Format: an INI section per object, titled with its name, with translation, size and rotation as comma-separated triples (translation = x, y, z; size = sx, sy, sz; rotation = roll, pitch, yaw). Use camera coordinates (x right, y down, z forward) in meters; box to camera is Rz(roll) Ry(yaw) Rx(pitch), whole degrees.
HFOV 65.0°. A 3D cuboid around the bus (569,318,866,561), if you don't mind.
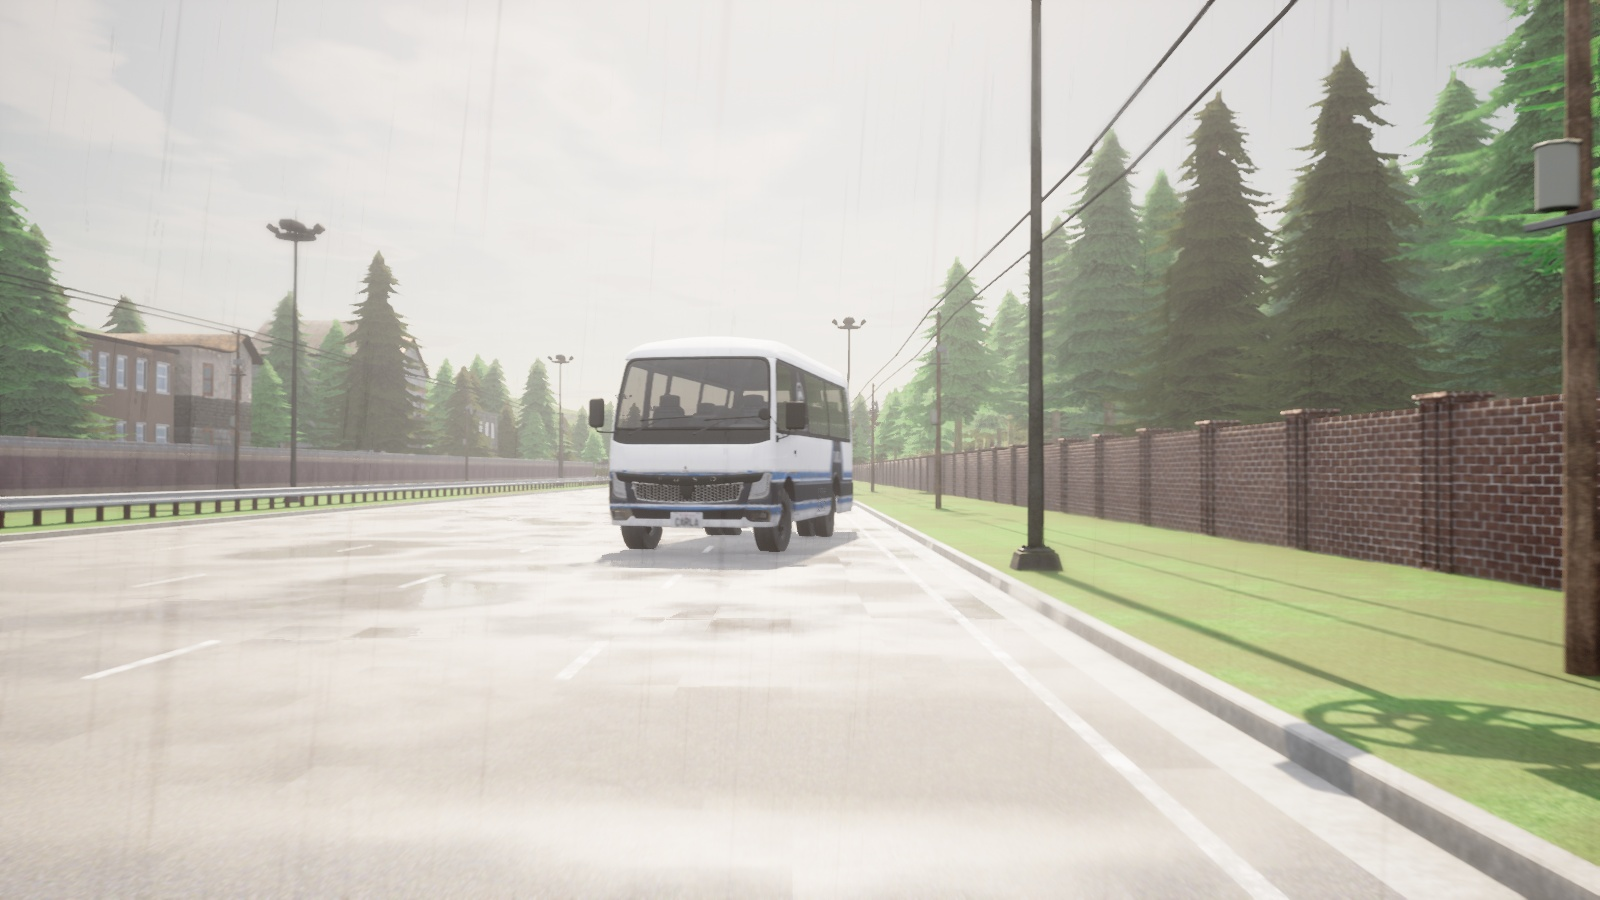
[bus]
translation = -1.243, -0.098, 27.383
size = 3.944, 4.253, 10.273
rotation = 0, -1, 11
